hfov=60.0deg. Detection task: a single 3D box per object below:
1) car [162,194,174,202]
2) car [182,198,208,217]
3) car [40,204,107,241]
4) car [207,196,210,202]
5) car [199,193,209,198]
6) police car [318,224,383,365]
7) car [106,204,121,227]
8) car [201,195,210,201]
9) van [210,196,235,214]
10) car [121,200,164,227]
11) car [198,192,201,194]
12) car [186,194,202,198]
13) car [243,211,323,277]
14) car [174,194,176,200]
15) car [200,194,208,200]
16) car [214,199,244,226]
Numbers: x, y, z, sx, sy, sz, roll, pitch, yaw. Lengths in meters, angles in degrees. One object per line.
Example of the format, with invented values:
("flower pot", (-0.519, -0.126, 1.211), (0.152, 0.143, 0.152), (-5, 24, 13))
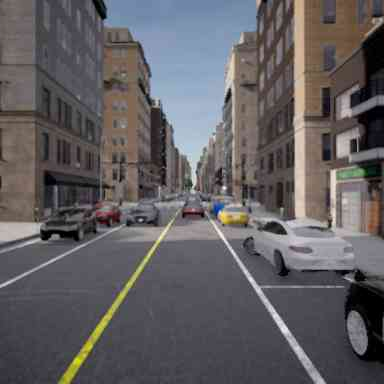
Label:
("car", (-5.540, 1.364, 71.239), (1.802, 1.307, 4.206), (1, 0, 1))
("car", (0.085, 1.475, 29.890), (1.994, 1.385, 4.181), (0, 0, -1))
("car", (-5.852, 1.518, 16.455), (1.947, 1.339, 4.313), (1, 0, 0))
("car", (2.674, 1.424, 33.641), (1.752, 1.417, 4.829), (1, 0, 0))
("car", (2.985, 1.346, 71.135), (1.947, 1.339, 4.313), (1, 0, 1))
("police car", (3.134, 1.416, 2.978), (1.930, 1.638, 5.238), (0, 0, 0))
("car", (-5.852, 1.479, 22.127), (1.887, 1.381, 4.507), (1, 0, 0))
("car", (3.055, 1.307, 76.665), (1.887, 1.381, 4.507), (1, 0, 1))
("van", (2.676, 1.258, 27.797), (1.690, 1.788, 3.998), (1, 0, 0))
("car", (-3.097, 1.499, 22.101), (1.994, 1.385, 4.181), (0, 0, 0))
("car", (3.125, 1.295, 82.195), (2.008, 1.369, 4.403), (1, 0, 1))
("car", (0.085, 1.389, 45.271), (1.812, 1.442, 4.674), (0, 0, 0))
("car", (3.059, 1.496, 10.058), (1.812, 1.442, 4.674), (0, 0, -4))
("car", (-5.470, 1.330, 76.768), (1.947, 1.339, 4.313), (1, 0, 1))
("car", (3.196, 1.270, 87.726), (1.887, 1.381, 4.507), (1, 0, 1))
("car", (2.674, 1.459, 22.294), (1.752, 1.417, 4.829), (1, 0, 0))
